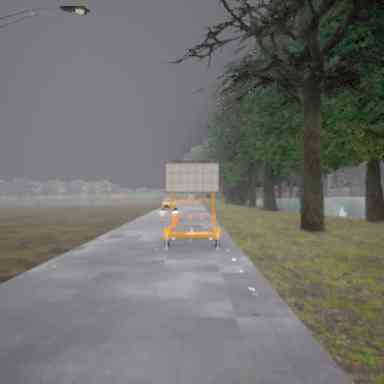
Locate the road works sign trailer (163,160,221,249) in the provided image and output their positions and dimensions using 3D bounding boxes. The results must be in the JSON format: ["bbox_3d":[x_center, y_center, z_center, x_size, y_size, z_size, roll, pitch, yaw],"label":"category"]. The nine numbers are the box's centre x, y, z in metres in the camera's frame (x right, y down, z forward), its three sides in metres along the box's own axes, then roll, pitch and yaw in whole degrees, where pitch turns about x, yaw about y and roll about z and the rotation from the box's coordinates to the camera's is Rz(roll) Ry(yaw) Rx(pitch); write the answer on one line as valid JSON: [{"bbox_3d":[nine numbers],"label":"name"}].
[{"bbox_3d":[0.005,0.443,14.352,2.380,3.560,2.880,0,0,0],"label":"road works sign trailer"}]

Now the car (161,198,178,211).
[{"bbox_3d":[-2.827,1.498,42.184,1.882,1.535,5.008,0,0,0],"label":"car"}]
